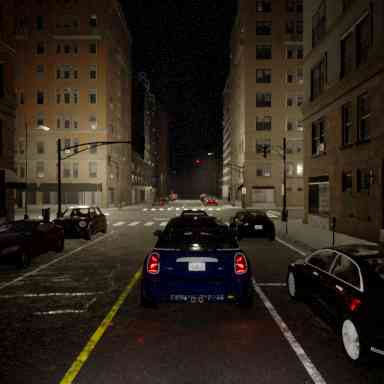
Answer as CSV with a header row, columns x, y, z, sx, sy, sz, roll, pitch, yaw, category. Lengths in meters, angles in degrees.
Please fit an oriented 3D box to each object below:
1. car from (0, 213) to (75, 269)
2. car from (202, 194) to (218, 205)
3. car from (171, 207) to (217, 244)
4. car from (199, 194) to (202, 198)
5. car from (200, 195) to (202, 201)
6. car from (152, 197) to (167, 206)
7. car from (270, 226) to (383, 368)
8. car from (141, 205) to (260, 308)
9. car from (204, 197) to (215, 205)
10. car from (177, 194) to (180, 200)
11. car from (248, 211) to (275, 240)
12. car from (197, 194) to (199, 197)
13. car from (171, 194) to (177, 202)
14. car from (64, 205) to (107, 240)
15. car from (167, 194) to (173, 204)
x,y,z,sx,sy,sz,roll,pitch,yaw,category
-5.634,1.582,11.101,1.802,1.307,4.206,0,0,0,car
3.069,1.476,53.663,1.967,1.590,4.097,0,0,0,car
0.100,1.565,16.647,1.994,1.385,4.181,0,0,1,car
3.181,1.524,75.299,1.967,1.590,4.097,0,0,0,car
3.126,1.607,64.481,2.008,1.369,4.403,0,0,0,car
-5.455,1.618,53.705,1.802,1.307,4.206,0,0,0,car
2.873,1.551,5.571,2.008,1.369,4.403,0,0,0,car
0.105,1.352,8.064,2.097,1.767,4.553,0,0,0,car
3.098,1.571,59.243,1.752,1.417,4.829,0,0,0,car
-5.260,1.457,91.565,2.192,1.841,5.009,0,0,0,car
2.910,1.566,16.573,1.947,1.339,4.313,0,0,0,car
3.264,1.457,91.526,2.192,1.841,5.009,0,0,0,car
-5.316,1.626,80.577,1.752,1.417,4.829,0,0,0,car
-5.616,1.441,16.603,1.967,1.590,4.097,0,0,0,car
-5.399,1.607,64.522,2.008,1.369,4.403,0,0,0,car
